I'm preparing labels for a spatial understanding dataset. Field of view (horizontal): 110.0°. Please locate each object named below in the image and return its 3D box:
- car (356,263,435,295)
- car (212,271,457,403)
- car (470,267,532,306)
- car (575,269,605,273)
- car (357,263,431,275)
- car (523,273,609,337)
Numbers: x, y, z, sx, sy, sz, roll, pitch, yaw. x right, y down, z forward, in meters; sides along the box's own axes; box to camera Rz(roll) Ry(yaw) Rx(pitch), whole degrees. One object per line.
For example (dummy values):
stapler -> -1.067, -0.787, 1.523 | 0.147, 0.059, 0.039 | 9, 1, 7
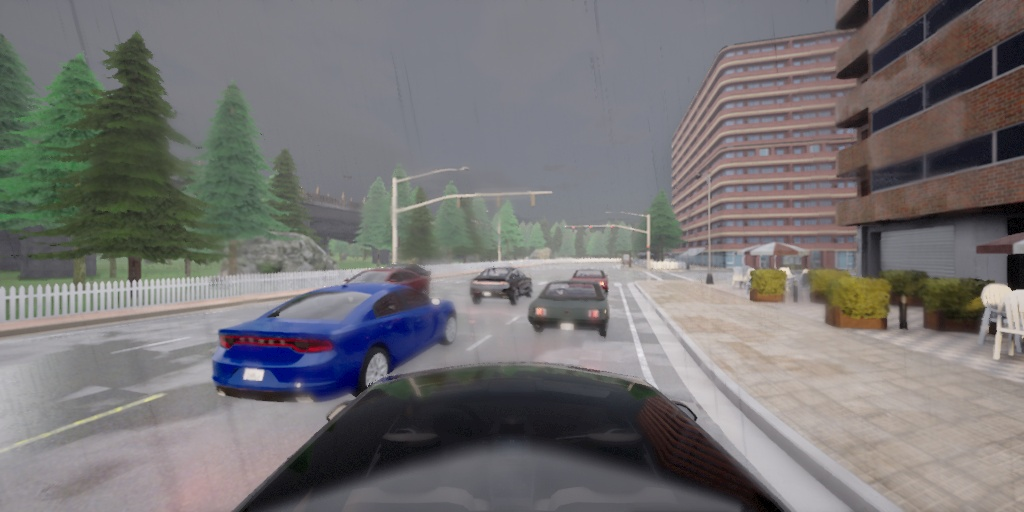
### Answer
car -> -6.461, 1.204, 20.643 | 1.882, 1.535, 5.008 | 0, 0, 16
car -> -2.542, 1.221, 6.584 | 1.882, 1.535, 5.008 | 0, 0, 10
car -> -0.317, 1.226, 15.814 | 2.128, 1.511, 4.902 | 0, 0, 14
car -> 4.195, 1.334, 19.263 | 1.895, 1.301, 4.718 | 0, 0, 15
car -> -4.864, 1.213, 13.317 | 1.882, 1.535, 5.008 | 0, 0, 15
car -> 1.826, 1.342, 10.417 | 1.895, 1.301, 4.718 | 0, 0, 14
